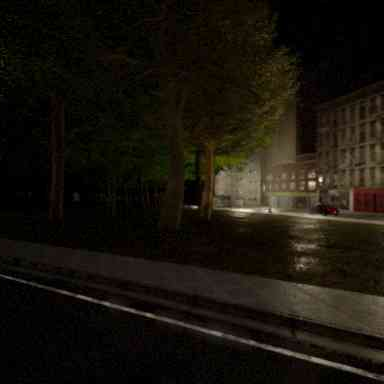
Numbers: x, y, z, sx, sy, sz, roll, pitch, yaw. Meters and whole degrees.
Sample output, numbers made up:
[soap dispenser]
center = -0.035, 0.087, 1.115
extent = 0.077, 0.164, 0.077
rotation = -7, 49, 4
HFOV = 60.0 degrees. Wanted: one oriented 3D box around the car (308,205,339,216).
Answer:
[car]
center = 16.829, 2.333, 42.564
extent = 1.812, 1.442, 4.674
rotation = 0, -1, -14
